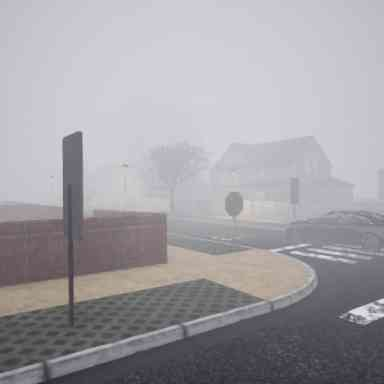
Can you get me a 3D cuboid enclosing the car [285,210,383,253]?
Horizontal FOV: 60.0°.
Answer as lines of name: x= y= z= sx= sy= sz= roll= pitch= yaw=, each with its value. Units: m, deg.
car: x=6.326 y=1.532 z=14.048 sx=2.128 sy=1.511 sz=4.902 roll=-3 pitch=1 yaw=-44
